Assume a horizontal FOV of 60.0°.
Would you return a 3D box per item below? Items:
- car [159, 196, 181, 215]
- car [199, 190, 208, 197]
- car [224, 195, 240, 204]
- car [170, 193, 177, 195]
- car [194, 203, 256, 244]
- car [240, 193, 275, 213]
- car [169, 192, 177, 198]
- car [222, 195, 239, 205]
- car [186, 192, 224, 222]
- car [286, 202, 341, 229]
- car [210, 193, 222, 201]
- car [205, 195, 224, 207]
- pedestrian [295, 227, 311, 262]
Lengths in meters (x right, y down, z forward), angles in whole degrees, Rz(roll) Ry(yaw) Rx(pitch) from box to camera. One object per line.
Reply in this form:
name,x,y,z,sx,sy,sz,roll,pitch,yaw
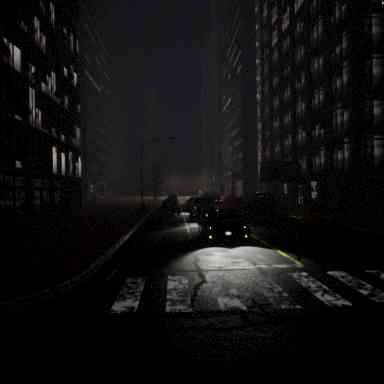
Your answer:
car,-2.032,1.367,30.926,1.947,1.339,4.313,0,1,-3
car,3.192,0.431,93.363,2.192,1.841,5.009,0,1,-3
car,5.764,1.108,42.659,1.887,1.381,4.507,0,1,-3
car,-2.889,1.238,47.832,1.802,1.307,4.206,0,1,-3
car,1.348,1.454,15.243,1.994,1.385,4.181,-1,1,-3
car,6.332,0.974,31.389,2.192,1.841,5.009,0,1,-3
car,-4.889,0.749,87.279,1.967,1.590,4.097,0,1,-3
car,5.478,1.096,48.293,1.802,1.307,4.206,0,1,-3
car,0.862,1.163,24.792,2.097,1.767,4.553,-1,1,-3
car,6.901,1.286,19.456,1.752,1.417,4.829,0,1,-3
car,4.621,0.911,65.195,1.887,1.381,4.507,0,1,-3
car,3.016,1.129,45.519,2.033,1.411,5.357,-1,1,-3
pedestrian,3.349,1.577,10.191,0.500,1.100,0.500,0,0,-3
